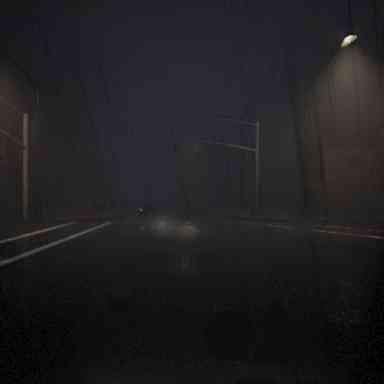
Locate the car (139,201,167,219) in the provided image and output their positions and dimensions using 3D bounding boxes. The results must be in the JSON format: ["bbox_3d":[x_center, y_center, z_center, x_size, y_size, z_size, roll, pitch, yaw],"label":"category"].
[{"bbox_3d":[-3.158,1.447,27.773,1.895,1.301,4.718,0,0,1],"label":"car"}]
